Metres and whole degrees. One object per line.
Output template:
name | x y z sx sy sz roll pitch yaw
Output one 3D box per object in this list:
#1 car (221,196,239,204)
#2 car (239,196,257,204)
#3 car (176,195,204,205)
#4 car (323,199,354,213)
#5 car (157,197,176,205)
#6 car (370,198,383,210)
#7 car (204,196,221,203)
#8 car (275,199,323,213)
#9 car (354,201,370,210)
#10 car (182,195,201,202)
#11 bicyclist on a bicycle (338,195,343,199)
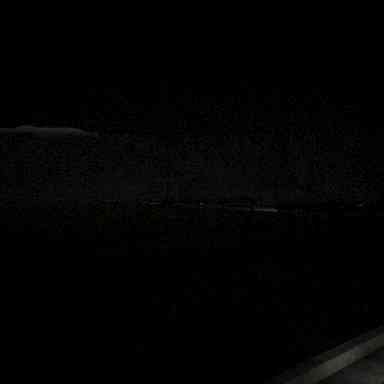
car | 6.045 1.477 63.074 1.882 1.535 5.008 0 0 -35
car | 10.185 1.477 63.262 1.882 1.535 5.008 0 0 -35
car | -0.361 1.525 60.022 1.812 1.442 4.674 0 0 -35
car | 15.263 1.600 37.665 1.895 1.301 4.718 0 0 -35
car | -4.593 1.600 59.968 1.895 1.301 4.718 0 0 -35
car | 22.746 1.491 39.175 2.128 1.511 4.902 0 0 -35
car | 2.632 1.600 61.851 1.895 1.301 4.718 0 0 -35
car | 11.448 1.491 37.011 2.128 1.511 4.902 0 0 -35
car | 17.917 1.547 39.978 2.033 1.411 5.357 0 0 -35
car | -0.159 1.525 77.891 2.128 1.511 4.902 0 0 -35
bicyclist on a bicycle | 23.067 1.302 51.748 1.656 1.620 0.582 0 0 -35
